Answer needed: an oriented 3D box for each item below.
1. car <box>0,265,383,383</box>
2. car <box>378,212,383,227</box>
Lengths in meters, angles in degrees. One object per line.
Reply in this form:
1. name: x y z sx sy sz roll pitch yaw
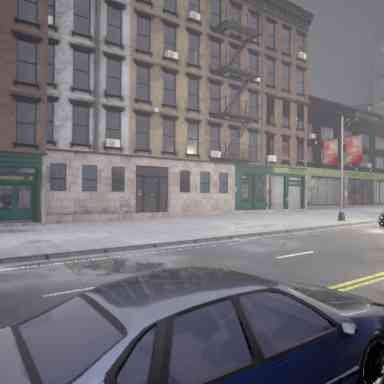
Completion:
1. car: 0.168 1.547 3.447 5.357 1.411 2.033 0 0 -35
2. car: 13.369 1.393 20.435 4.892 1.490 1.837 -1 0 -34
